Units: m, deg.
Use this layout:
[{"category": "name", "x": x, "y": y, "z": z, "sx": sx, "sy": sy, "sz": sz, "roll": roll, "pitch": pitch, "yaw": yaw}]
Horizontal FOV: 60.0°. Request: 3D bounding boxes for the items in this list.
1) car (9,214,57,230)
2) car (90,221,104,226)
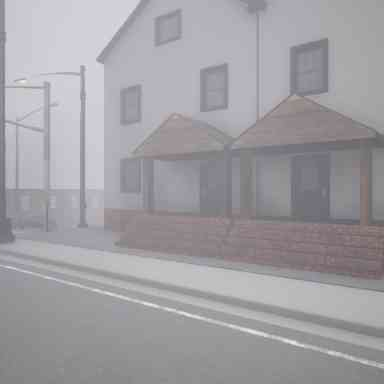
[{"category": "car", "x": -14.069, "y": 2.655, "z": 29.317, "sx": 1.994, "sy": 1.385, "sz": 4.181, "roll": 0, "pitch": -9, "yaw": 36}, {"category": "car", "x": -8.969, "y": 3.820, "z": 36.408, "sx": 2.097, "sy": 1.767, "sz": 4.553, "roll": 0, "pitch": -12, "yaw": 35}]
